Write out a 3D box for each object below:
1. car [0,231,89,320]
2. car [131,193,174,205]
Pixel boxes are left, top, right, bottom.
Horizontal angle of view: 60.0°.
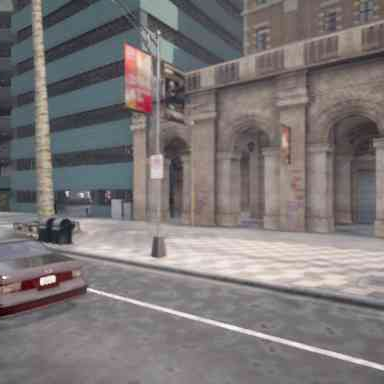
[{"bbox_3d":[-4.533,1.579,7.227,5.357,1.411,2.033,0,0,36],"label":"car"},{"bbox_3d":[-3.650,1.135,32.725,5.566,2.045,2.435,0,0,36],"label":"car"}]
